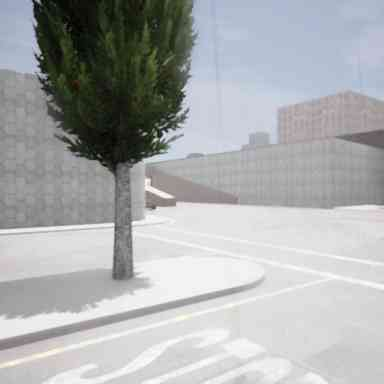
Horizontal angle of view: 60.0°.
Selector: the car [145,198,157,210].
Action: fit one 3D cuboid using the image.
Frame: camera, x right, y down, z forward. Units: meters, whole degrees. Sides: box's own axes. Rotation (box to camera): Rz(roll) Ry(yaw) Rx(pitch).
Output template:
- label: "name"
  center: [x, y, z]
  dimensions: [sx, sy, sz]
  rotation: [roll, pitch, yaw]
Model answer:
- label: "car"
  center: [-6.044, 1.469, 40.866]
  dimensions: [1.837, 1.490, 4.892]
  rotation: [0, 0, -35]
